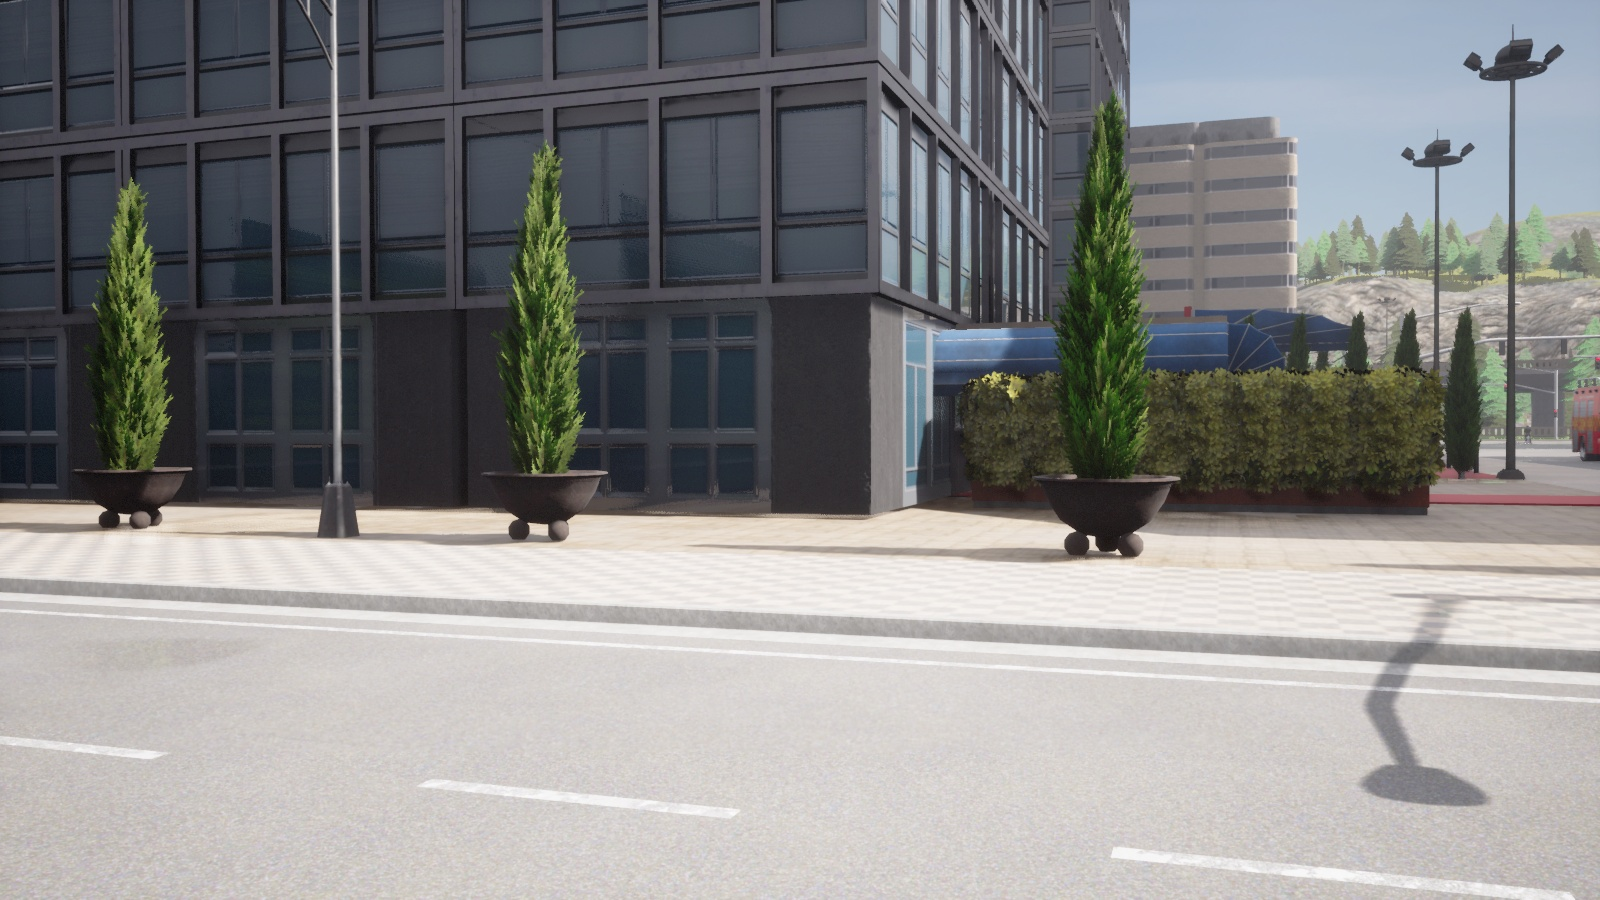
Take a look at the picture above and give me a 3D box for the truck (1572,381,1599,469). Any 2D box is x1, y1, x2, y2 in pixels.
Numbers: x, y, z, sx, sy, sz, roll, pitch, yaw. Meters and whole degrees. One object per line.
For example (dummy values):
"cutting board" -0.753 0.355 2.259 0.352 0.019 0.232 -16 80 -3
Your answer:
"truck" 35.934 -1.065 53.839 2.891 3.827 8.468 1 1 18
